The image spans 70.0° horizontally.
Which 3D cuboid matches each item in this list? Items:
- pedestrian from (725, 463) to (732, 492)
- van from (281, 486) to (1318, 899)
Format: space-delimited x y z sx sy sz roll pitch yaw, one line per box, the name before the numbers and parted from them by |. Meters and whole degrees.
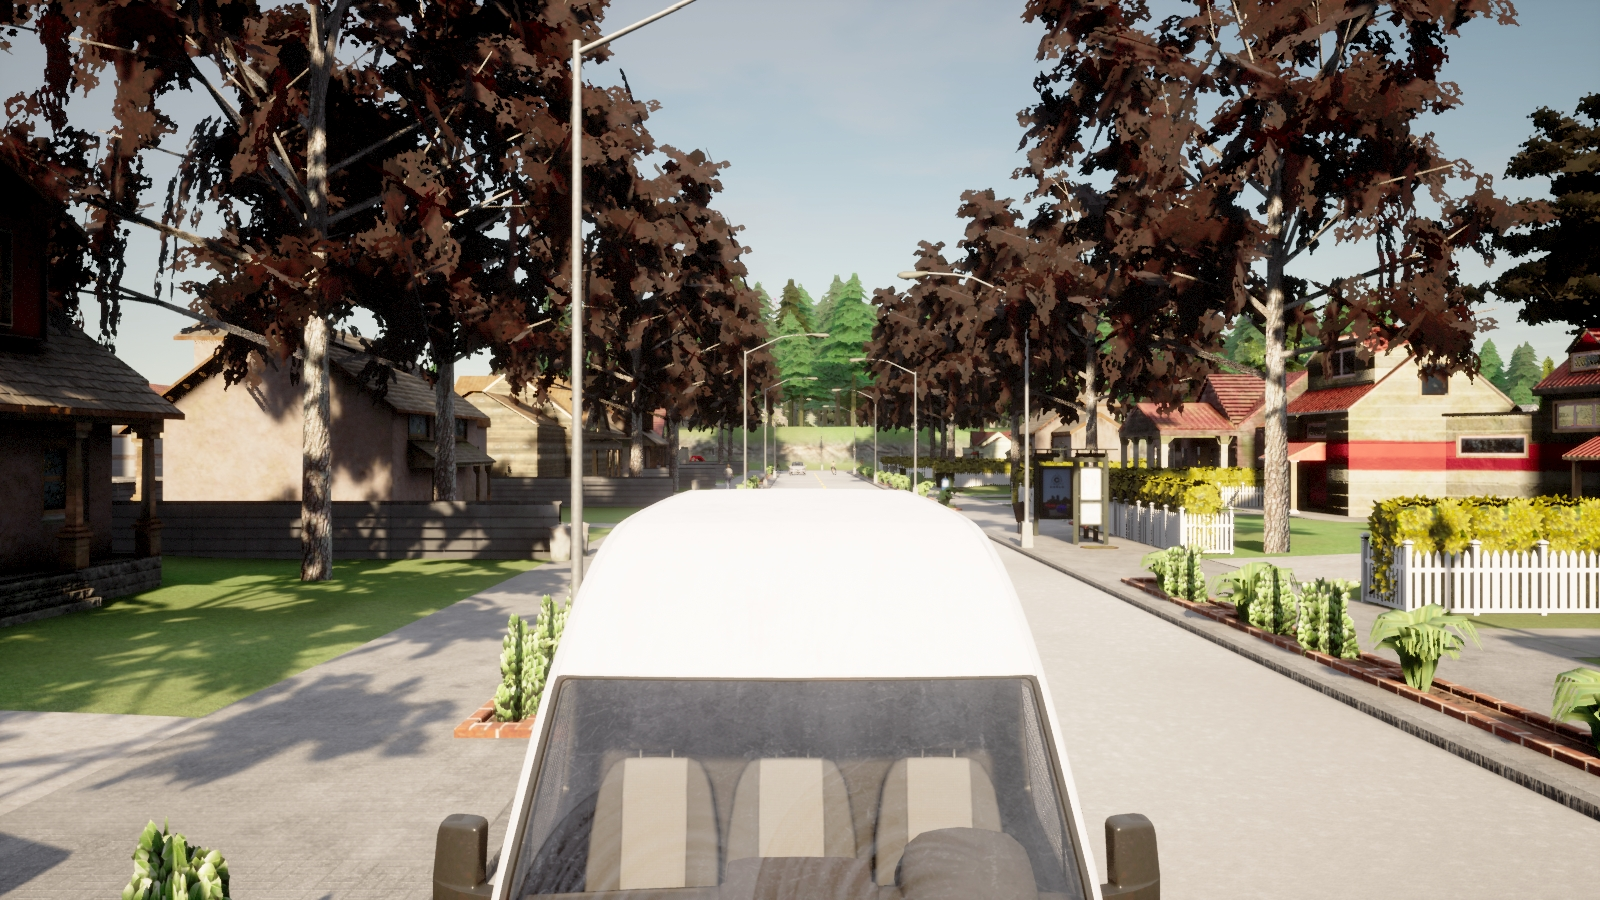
pedestrian | -4.594 1.743 73.590 0.375 1.860 0.375 0 0 2
van | -0.006 1.534 5.149 1.988 2.561 5.915 0 0 0
